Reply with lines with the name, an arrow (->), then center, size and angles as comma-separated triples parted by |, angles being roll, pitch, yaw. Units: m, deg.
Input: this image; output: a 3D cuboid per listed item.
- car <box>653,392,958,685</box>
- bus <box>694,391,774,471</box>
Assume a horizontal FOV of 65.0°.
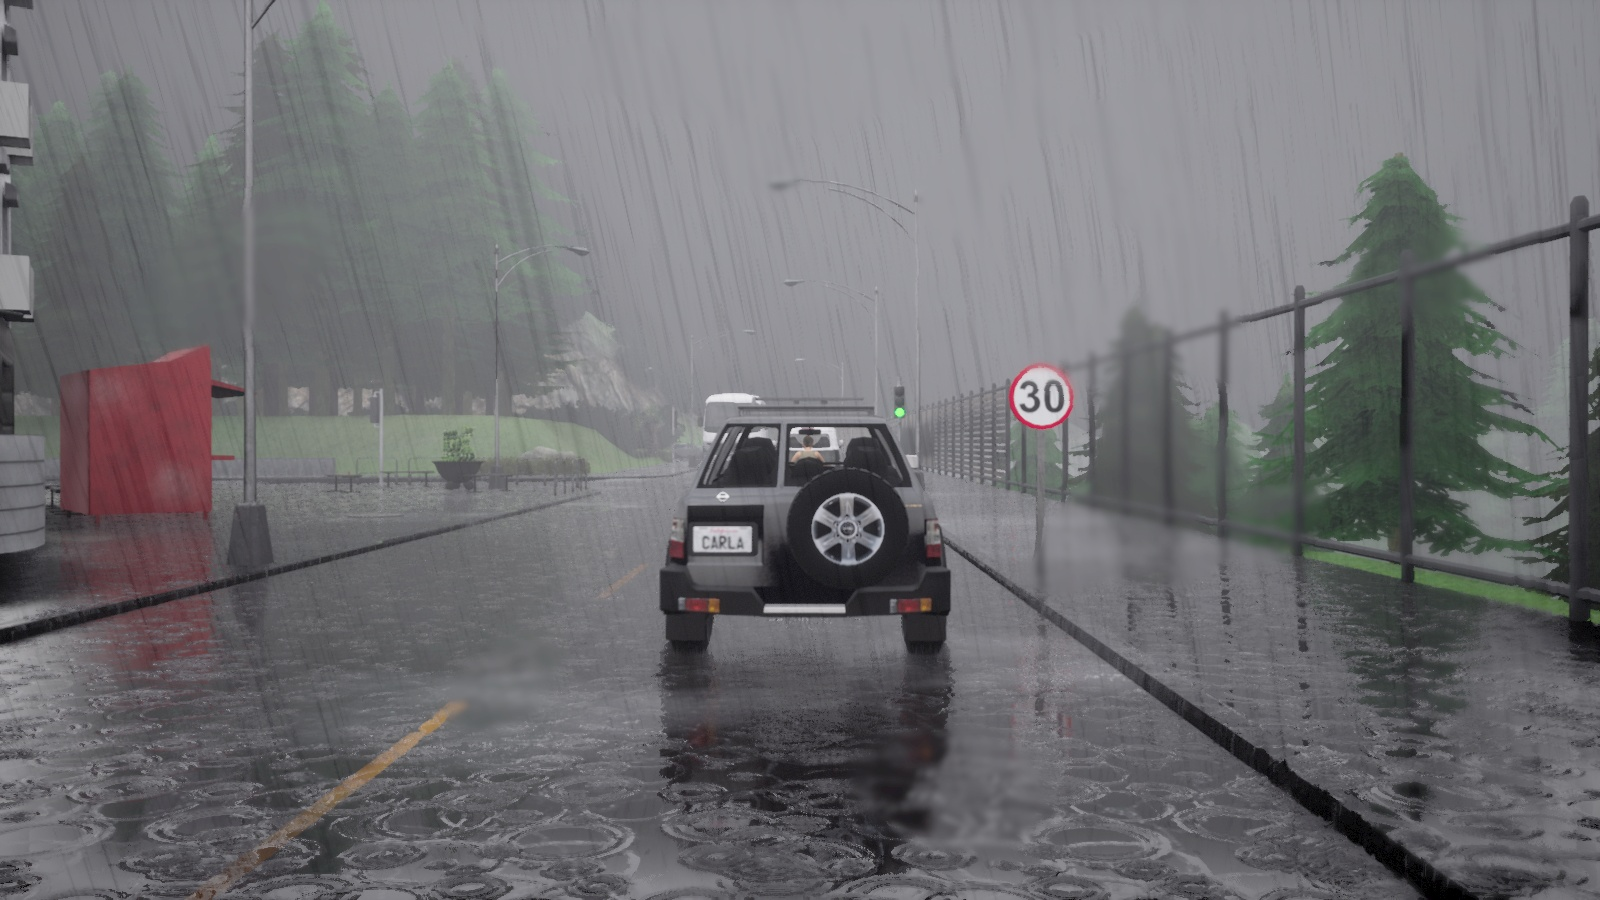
car -> 0.074, 0.510, 10.270 | 1.932, 1.855, 4.605 | 0, 1, 1
bus -> -3.595, -1.031, 71.615 | 3.944, 4.253, 10.273 | 0, 0, 0
